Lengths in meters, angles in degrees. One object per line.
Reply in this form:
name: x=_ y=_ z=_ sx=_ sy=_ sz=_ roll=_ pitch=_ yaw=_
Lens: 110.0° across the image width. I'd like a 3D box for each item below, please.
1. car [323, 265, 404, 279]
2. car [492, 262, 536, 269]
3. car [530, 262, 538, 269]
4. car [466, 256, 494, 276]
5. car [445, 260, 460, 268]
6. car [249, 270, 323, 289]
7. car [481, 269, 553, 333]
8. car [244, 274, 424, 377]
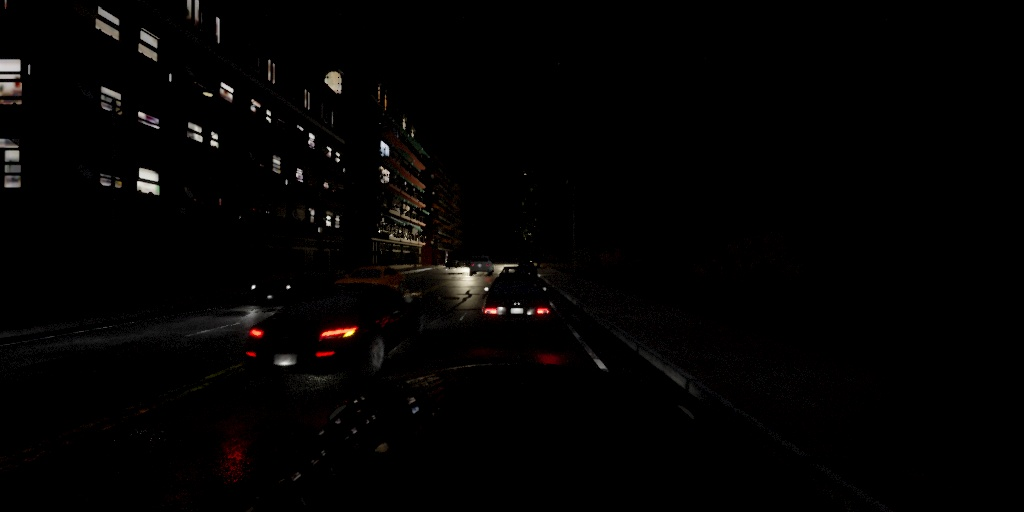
car: x=-6.589 y=1.229 z=16.960 sx=1.882 sy=1.535 sz=5.008 roll=0 pitch=0 yaw=0
car: x=0.112 y=1.300 z=21.058 sx=2.033 sy=1.411 sz=5.357 roll=0 pitch=0 yaw=0
car: x=1.155 y=1.258 z=30.826 sx=1.837 sy=1.490 sz=4.892 roll=0 pitch=0 yaw=0
car: x=-3.128 y=0.976 z=37.428 sx=2.150 sy=2.045 sz=5.566 roll=0 pitch=0 yaw=0
car: x=-9.797 y=1.297 z=59.249 sx=2.033 sy=1.411 sz=5.357 roll=0 pitch=0 yaw=0
car: x=-9.839 y=1.352 z=16.768 sx=1.895 sy=1.301 sz=4.718 roll=0 pitch=0 yaw=0
car: x=0.109 y=1.299 z=10.697 sx=2.033 sy=1.411 sz=5.357 roll=0 pitch=0 yaw=0
car: x=-3.146 y=1.276 z=7.275 sx=1.812 sy=1.442 sz=4.674 roll=0 pitch=0 yaw=0
